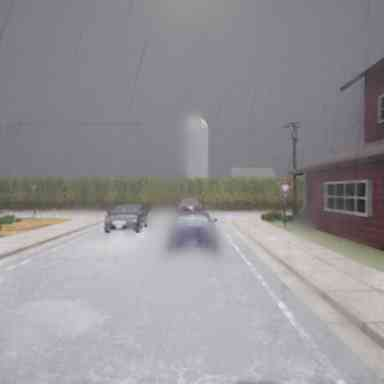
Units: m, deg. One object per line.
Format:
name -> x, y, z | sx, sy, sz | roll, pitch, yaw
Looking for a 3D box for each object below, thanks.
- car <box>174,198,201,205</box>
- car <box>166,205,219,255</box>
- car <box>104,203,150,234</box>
car -> -0.299, 1.241, 26.633 | 2.097, 1.767, 4.553 | 0, 0, -6
car -> 0.048, 1.469, 12.947 | 1.812, 1.442, 4.674 | 0, 0, 1
car -> -3.547, 1.409, 18.695 | 2.128, 1.511, 4.902 | 0, 0, 0
